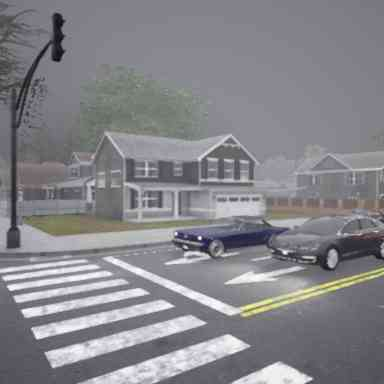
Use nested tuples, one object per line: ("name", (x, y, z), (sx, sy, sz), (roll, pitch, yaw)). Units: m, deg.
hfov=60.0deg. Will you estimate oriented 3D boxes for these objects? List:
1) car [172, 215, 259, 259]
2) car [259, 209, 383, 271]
("car", (1.588, 1.603, 12.796), (4.718, 1.301, 1.895), (0, 0, -35))
("car", (4.732, 1.508, 11.002), (4.892, 1.490, 1.837), (0, 0, -33))
